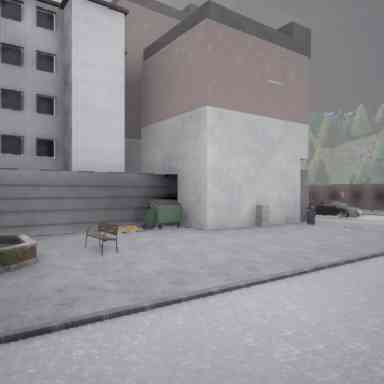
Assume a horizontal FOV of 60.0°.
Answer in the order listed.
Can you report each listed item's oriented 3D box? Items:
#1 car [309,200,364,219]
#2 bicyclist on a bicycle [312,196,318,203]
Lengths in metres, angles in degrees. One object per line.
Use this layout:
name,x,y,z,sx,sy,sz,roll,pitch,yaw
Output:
car,12.208,1.492,28.771,2.128,1.511,4.902,0,0,-33
bicyclist on a bicycle,14.704,1.349,39.842,1.656,1.620,0.582,0,0,-36
